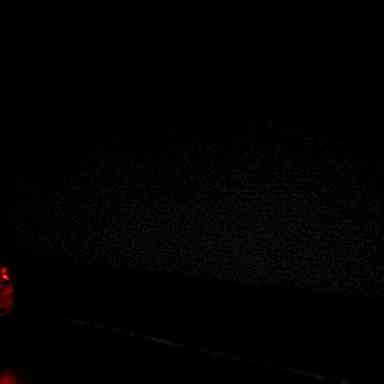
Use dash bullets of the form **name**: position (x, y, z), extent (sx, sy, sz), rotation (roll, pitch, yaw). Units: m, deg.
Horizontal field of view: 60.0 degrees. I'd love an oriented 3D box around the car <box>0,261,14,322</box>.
- **car**: position (-5.476, 1.502, 6.083), extent (4.553, 1.767, 2.097), rotation (0, -2, 26)
